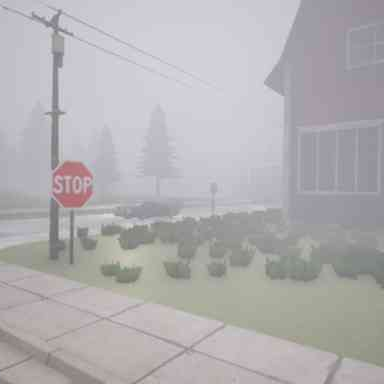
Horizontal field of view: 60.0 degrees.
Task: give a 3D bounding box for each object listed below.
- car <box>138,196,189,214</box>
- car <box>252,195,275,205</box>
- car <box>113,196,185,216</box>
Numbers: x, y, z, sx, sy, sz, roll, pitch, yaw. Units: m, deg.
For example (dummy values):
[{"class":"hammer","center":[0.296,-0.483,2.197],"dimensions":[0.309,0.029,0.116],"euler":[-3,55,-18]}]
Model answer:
[{"class":"car","center":[-2.619,1.175,31.607],"dimensions":[2.128,1.511,4.902],"euler":[1,1,36]},{"class":"car","center":[10.737,1.199,49.572],"dimensions":[1.837,1.490,4.892],"euler":[1,0,37]},{"class":"car","center":[-3.239,1.286,24.656],"dimensions":[2.033,1.411,5.357],"euler":[1,1,38]}]
